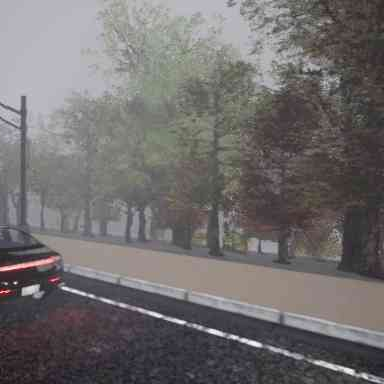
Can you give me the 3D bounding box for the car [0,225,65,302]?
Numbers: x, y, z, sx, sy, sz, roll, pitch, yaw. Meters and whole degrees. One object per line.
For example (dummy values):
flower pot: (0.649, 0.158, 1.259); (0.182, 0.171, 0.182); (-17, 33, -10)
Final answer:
car: (-4.741, 1.454, 7.073); (4.902, 1.511, 2.128); (0, 0, 35)
